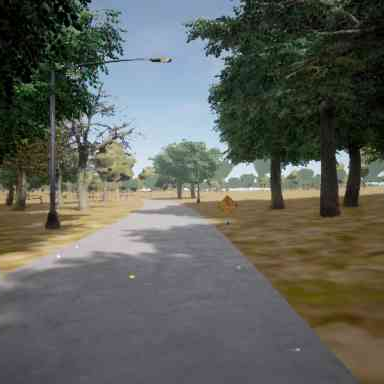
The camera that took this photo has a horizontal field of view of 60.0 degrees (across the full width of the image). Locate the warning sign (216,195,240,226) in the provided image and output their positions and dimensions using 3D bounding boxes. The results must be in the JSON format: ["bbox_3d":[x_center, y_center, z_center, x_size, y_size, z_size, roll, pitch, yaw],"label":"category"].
[{"bbox_3d":[2.200,1.128,20.458,1.300,1.860,1.060,-1,-1,-2],"label":"warning sign"}]
